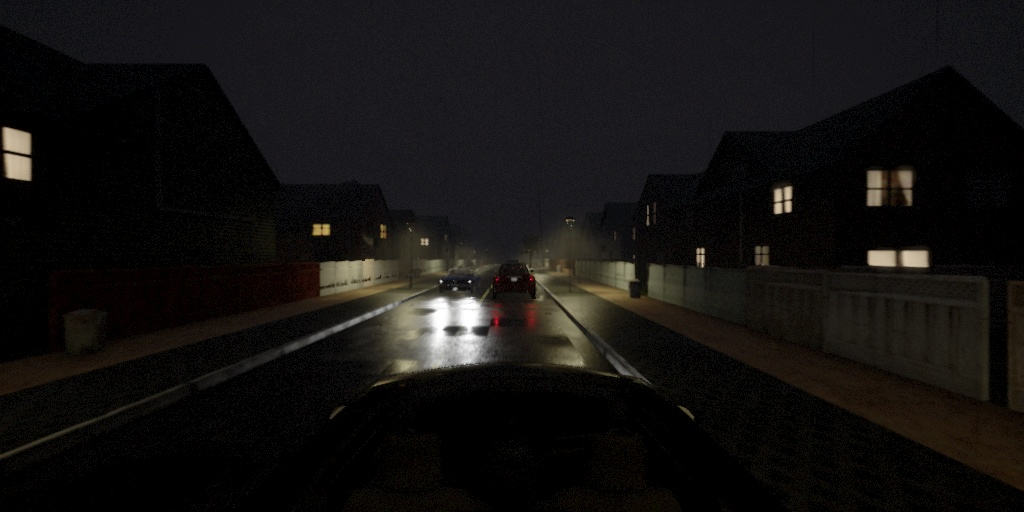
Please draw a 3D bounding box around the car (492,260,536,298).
[{"bbox_3d":[0.103,1.108,18.667,2.097,1.767,4.553,0,0,0],"label":"car"}]

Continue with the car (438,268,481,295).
[{"bbox_3d":[-2.840,1.359,20.184,1.895,1.301,4.718,0,0,0],"label":"car"}]
